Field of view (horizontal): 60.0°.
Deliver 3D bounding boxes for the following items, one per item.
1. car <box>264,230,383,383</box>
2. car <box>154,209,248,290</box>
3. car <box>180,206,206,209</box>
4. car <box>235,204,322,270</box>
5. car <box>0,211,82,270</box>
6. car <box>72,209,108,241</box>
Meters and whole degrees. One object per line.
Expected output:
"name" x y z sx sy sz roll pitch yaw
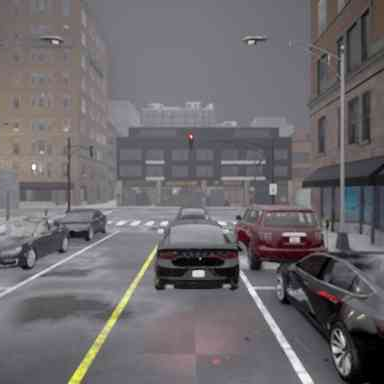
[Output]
"car" 2.625 1.559 5.209 1.947 1.339 4.313 0 0 0
"car" 0.061 1.466 9.067 1.882 1.535 5.008 0 0 -2
"car" 0.040 1.483 17.190 1.837 1.490 4.892 0 0 -1
"car" 2.611 1.301 10.871 2.192 1.841 5.009 0 0 0
"car" -5.414 1.537 10.852 2.008 1.369 4.403 0 0 0
"car" -5.428 1.545 16.514 1.947 1.339 4.313 0 0 0
